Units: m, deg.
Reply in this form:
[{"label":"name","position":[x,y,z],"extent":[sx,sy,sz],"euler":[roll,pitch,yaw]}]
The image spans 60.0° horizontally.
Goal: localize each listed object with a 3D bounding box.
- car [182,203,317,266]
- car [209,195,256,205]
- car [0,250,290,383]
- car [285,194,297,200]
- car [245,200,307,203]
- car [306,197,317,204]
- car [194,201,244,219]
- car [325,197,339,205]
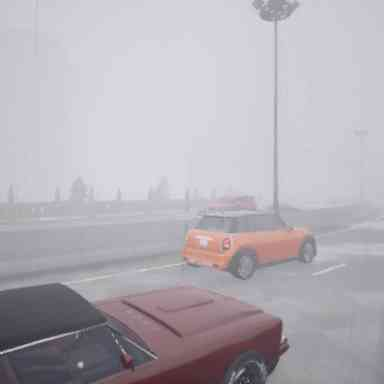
[{"label":"car","position":[1.914,1.372,10.276],"extent":[4.553,1.767,2.097],"euler":[0,0,-41]},{"label":"car","position":[3.201,1.273,26.648],"extent":[2.150,2.045,5.566],"euler":[0,0,41]},{"label":"car","position":[-1.207,1.608,3.107],"extent":[4.718,1.301,1.895],"euler":[0,0,-38]},{"label":"car","position":[19.999,1.350,67.403],"extent":[2.150,2.045,5.566],"euler":[0,0,14]},{"label":"car","position":[6.433,1.596,25.014],"extent":[2.033,1.411,5.357],"euler":[0,0,40]},{"label":"car","position":[22.625,1.675,63.362],"extent":[1.994,1.385,4.181],"euler":[0,0,15]},{"label":"car","position":[2.614,1.610,31.360],"extent":[2.033,1.411,5.357],"euler":[0,0,39]},{"label":"car","position":[25.625,1.675,60.944],"extent":[1.994,1.385,4.181],"euler":[0,0,16]}]
